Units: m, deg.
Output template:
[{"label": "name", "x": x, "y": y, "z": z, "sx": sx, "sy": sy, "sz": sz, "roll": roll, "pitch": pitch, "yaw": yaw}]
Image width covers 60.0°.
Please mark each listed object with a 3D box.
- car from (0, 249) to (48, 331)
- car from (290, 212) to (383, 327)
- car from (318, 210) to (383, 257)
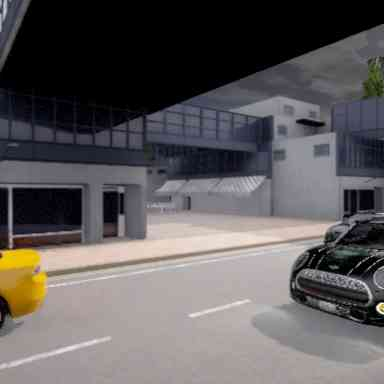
[{"label": "car", "x": -4.837, "y": 1.482, "z": 4.839, "sx": 5.008, "sy": 1.535, "sz": 1.882, "roll": 0, "pitch": 0, "yaw": -36}, {"label": "car", "x": 4.114, "y": 1.336, "z": 6.928, "sx": 4.553, "sy": 1.767, "sz": 2.097, "roll": 0, "pitch": 0, "yaw": -35}, {"label": "car", "x": 7.220, "y": 1.535, "z": 13.390, "sx": 4.181, "sy": 1.385, "sz": 1.994, "roll": 0, "pitch": 0, "yaw": -35}]
